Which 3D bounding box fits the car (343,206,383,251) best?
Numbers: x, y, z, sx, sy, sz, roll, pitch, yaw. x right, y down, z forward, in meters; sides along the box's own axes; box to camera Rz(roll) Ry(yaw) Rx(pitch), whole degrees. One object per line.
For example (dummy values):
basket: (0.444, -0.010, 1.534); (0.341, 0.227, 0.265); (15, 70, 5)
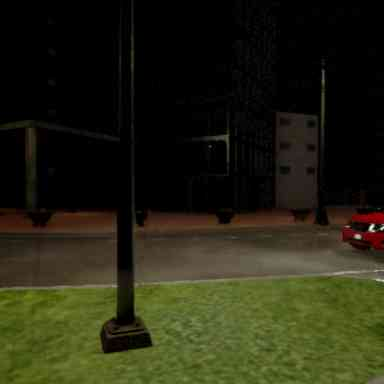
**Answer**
car: (8.335, 1.180, 12.126); (5.566, 2.045, 2.150); (0, 0, -16)
